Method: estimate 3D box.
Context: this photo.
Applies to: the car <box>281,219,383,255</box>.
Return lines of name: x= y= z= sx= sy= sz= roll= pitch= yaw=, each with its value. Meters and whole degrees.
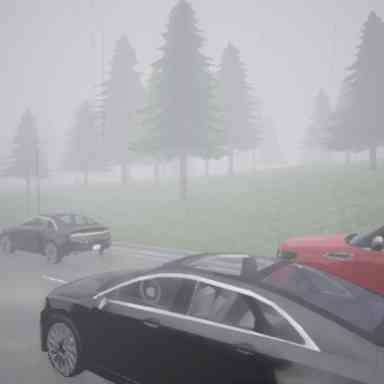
car: x=4.081 y=1.223 z=5.380 sx=5.566 sy=2.045 sz=2.150 roll=0 pitch=0 yaw=36

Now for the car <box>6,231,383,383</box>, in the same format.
car: x=0.158 y=1.493 z=3.881 sx=4.902 sy=1.511 sz=2.128 roll=0 pitch=0 yaw=36

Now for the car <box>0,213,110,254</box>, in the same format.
car: x=-4.942 y=1.498 z=11.796 sx=4.902 sy=1.511 sz=2.128 roll=0 pitch=0 yaw=36
